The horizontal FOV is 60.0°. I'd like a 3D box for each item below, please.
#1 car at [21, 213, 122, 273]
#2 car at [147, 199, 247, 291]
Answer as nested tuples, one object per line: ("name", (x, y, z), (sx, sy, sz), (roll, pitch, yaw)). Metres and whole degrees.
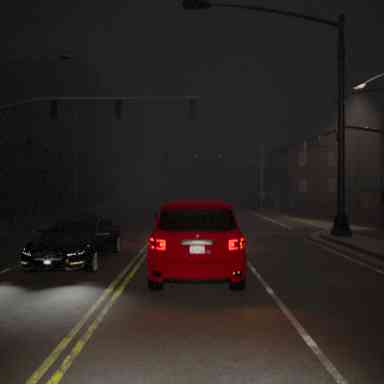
("car", (-3.538, 1.481, 10.615), (1.837, 1.490, 4.892), (0, 0, 1))
("car", (0.098, 1.201, 9.117), (2.150, 2.045, 5.566), (0, 0, 0))
